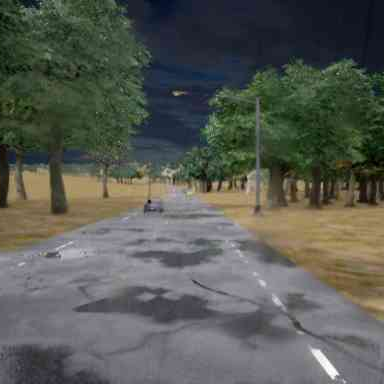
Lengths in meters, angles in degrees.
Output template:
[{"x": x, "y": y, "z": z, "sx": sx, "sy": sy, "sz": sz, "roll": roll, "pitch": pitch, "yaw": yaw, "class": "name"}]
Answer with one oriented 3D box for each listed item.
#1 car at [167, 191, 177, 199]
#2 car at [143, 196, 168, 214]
[{"x": -4.500, "y": 0.577, "z": 75.838, "sx": 2.097, "sy": 1.767, "sz": 4.553, "roll": 0, "pitch": 1, "yaw": -1, "class": "car"}, {"x": -3.806, "y": 1.372, "z": 33.863, "sx": 1.837, "sy": 1.490, "sz": 4.892, "roll": 0, "pitch": 0, "yaw": -1, "class": "car"}]
